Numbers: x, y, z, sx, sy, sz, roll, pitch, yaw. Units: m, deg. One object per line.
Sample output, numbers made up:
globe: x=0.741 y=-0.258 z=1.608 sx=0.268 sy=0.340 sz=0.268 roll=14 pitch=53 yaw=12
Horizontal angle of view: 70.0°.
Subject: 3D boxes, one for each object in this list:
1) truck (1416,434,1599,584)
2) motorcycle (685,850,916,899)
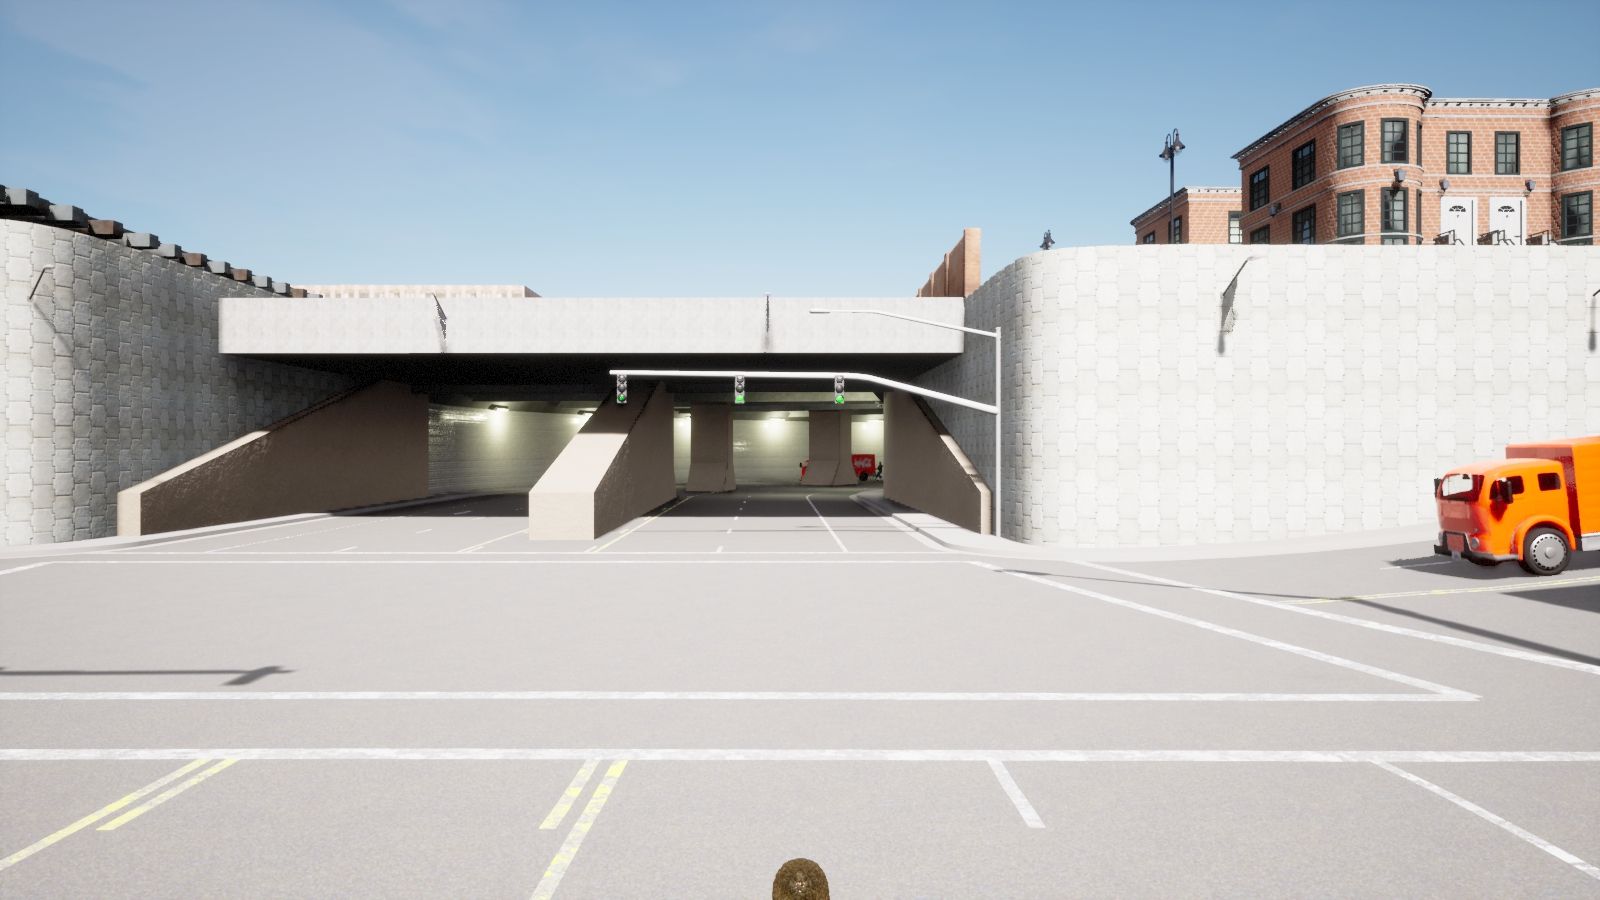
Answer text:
truck: x=15.630 y=1.011 z=22.652 sx=5.204 sy=2.467 sz=2.627 roll=-6 pitch=0 yaw=0
motorcycle: x=0.004 y=2.174 z=3.443 sx=0.803 sy=1.224 sz=2.033 roll=0 pitch=0 yaw=0
